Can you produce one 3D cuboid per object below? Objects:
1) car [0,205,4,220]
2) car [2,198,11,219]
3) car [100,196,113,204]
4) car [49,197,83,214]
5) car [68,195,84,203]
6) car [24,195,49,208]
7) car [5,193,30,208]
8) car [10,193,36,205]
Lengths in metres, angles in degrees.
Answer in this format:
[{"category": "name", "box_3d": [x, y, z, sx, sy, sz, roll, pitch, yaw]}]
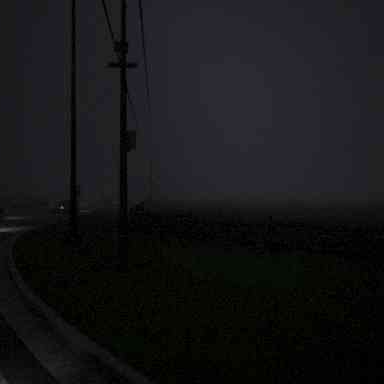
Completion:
[{"category": "car", "box_3d": [-11.456, 1.542, 15.902, 2.033, 1.411, 5.357, 0, 0, -6]}, {"category": "car", "box_3d": [-15.925, 1.470, 25.076, 1.882, 1.535, 5.008, 0, 0, -6]}, {"category": "car", "box_3d": [-16.462, 1.478, 64.199, 2.128, 1.511, 4.902, 0, 0, -6]}, {"category": "car", "box_3d": [-13.535, 1.555, 36.100, 1.994, 1.385, 4.181, 0, 0, -6]}, {"category": "car", "box_3d": [-24.152, 1.508, 69.538, 2.128, 1.511, 4.902, 0, 0, -6]}, {"category": "car", "box_3d": [-21.763, 1.513, 47.449, 1.812, 1.442, 4.674, 0, 0, -6]}, {"category": "car", "box_3d": [-25.304, 1.337, 47.653, 2.097, 1.767, 4.553, 0, 0, -6]}, {"category": "car", "box_3d": [-30.140, 1.208, 59.520, 2.150, 2.045, 5.566, 0, 0, -6]}]
